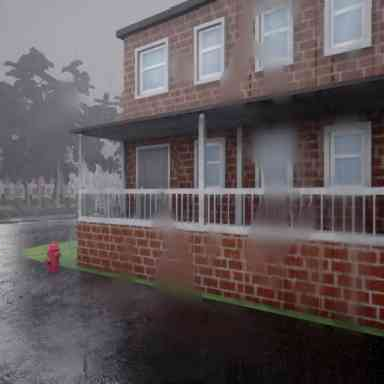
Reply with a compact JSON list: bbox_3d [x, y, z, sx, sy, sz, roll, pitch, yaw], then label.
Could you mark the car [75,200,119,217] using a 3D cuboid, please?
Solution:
[{"bbox_3d":[-7.610,1.505,28.483,1.837,1.490,4.892,0,0,36],"label":"car"}]
